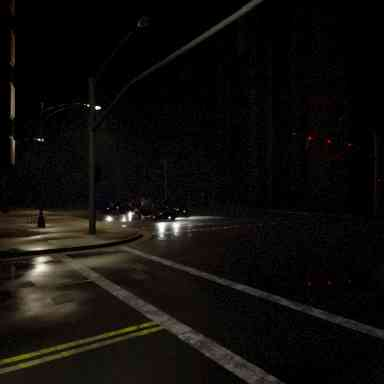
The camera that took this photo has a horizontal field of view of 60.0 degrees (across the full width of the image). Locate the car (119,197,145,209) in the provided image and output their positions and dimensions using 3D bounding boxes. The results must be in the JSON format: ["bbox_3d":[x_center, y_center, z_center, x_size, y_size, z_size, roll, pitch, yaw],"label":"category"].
[{"bbox_3d":[-8.551,1.526,47.062,1.812,1.442,4.674,0,0,-36],"label":"car"}]

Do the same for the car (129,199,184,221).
[{"bbox_3d":[-3.061,1.547,27.453,2.033,1.411,5.357,0,0,-31],"label":"car"}]

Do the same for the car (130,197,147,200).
[{"bbox_3d":[-7.532,1.352,39.453,2.097,1.767,4.553,0,0,-37],"label":"car"}]

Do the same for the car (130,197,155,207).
[{"bbox_3d":[-7.852,1.526,52.055,1.812,1.442,4.674,0,0,-37],"label":"car"}]

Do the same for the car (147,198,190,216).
[{"bbox_3d":[-2.126,1.505,32.024,1.837,1.490,4.892,0,0,-36],"label":"car"}]

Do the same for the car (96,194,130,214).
[{"bbox_3d":[-9.096,1.221,35.652,2.150,2.045,5.566,0,0,-36],"label":"car"}]
